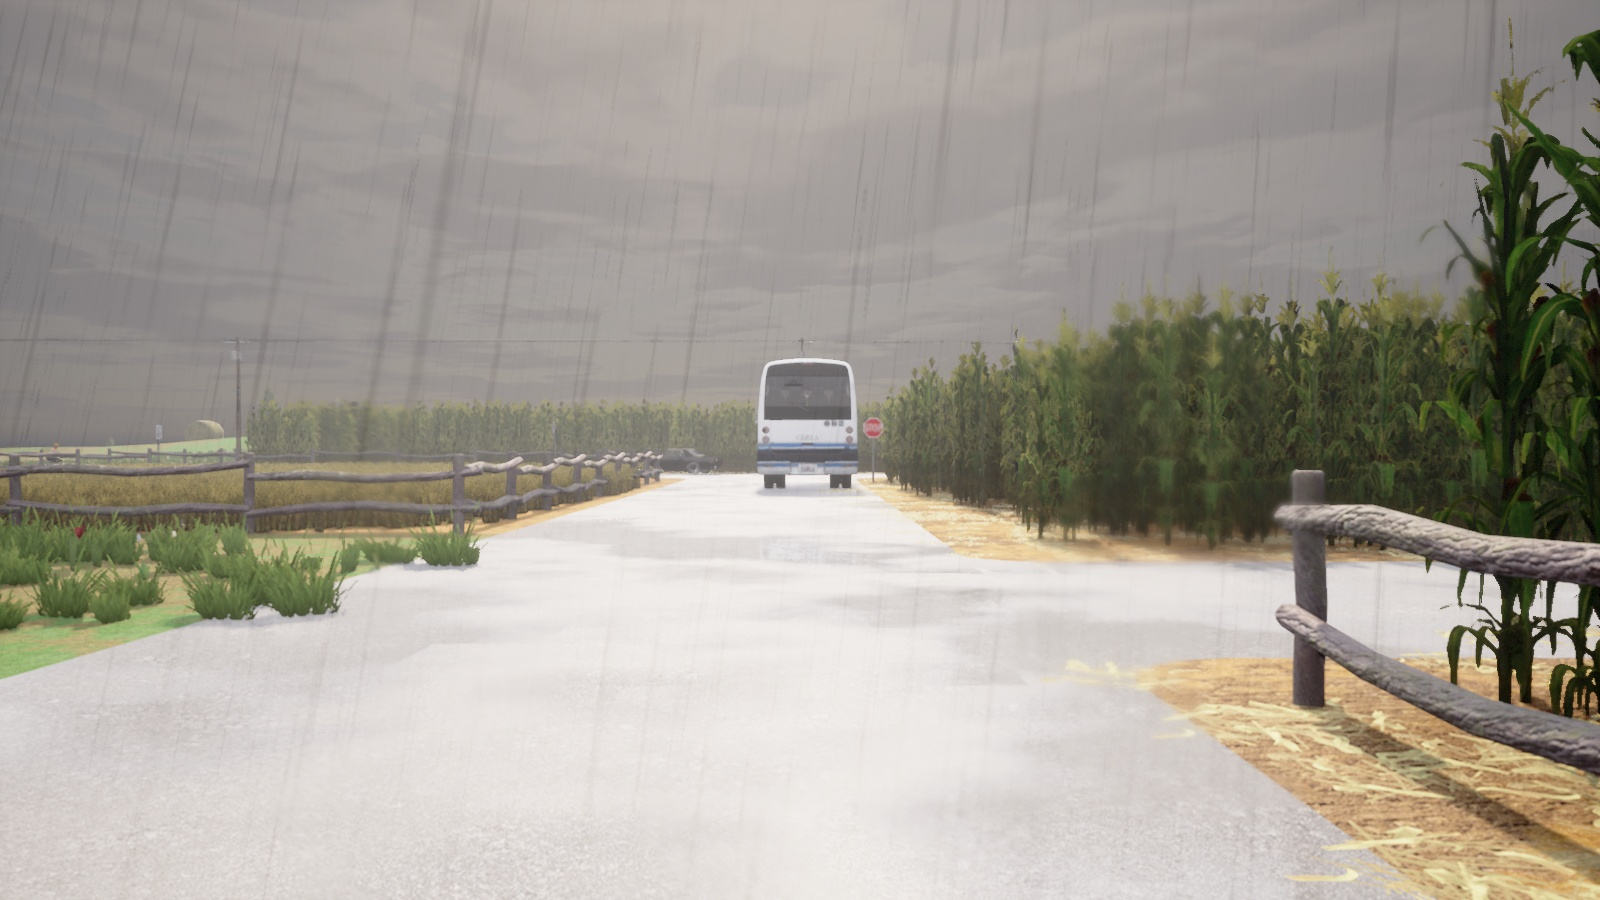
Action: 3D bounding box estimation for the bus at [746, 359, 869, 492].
[{"bbox_3d":[0.276,-0.808,45.407,3.944,4.253,10.273,0,0,0],"label":"bus"}]

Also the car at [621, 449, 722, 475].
[{"bbox_3d":[-6.480,0.593,63.432,4.718,1.301,1.895,0,0,14],"label":"car"}]
